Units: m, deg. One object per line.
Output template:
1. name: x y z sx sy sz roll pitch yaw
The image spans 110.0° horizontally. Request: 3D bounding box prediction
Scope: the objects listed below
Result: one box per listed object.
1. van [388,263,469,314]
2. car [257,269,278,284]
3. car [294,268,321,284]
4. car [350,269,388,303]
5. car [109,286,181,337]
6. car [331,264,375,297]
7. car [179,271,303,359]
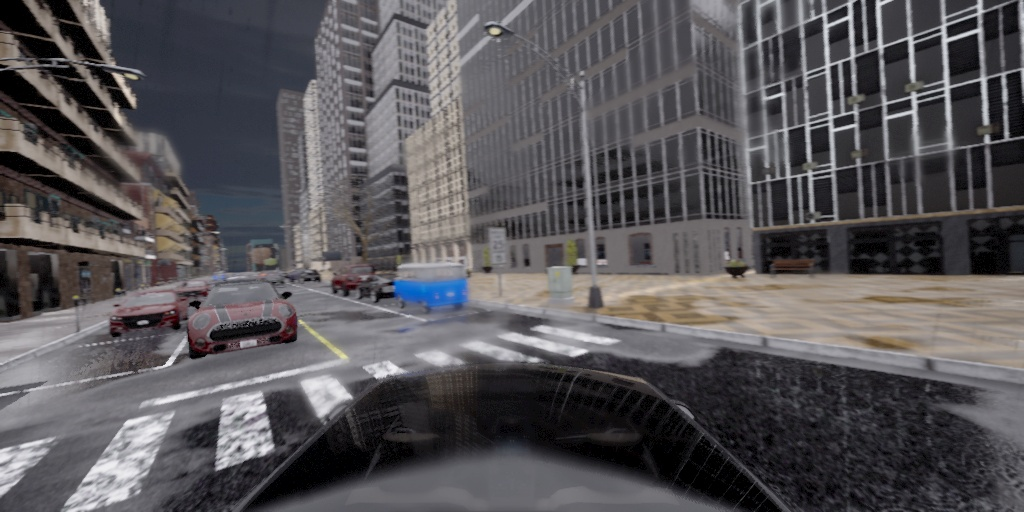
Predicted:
1. van: -3.243 1.173 14.082 1.690 1.789 3.998 0 0 -38
2. car: -32.793 2.651 48.070 2.097 1.767 4.553 -4 0 -37
3. car: -22.459 2.260 39.683 1.837 1.490 4.892 -4 1 -38
4. car: -6.614 1.560 18.453 1.948 1.339 4.313 0 0 -38
5. car: -13.235 1.967 13.334 1.888 1.381 4.507 0 0 -38
6. car: -9.985 1.471 22.825 2.192 1.841 5.009 0 0 -38
7. car: -7.367 1.457 9.883 2.097 1.767 4.553 -4 1 -38
